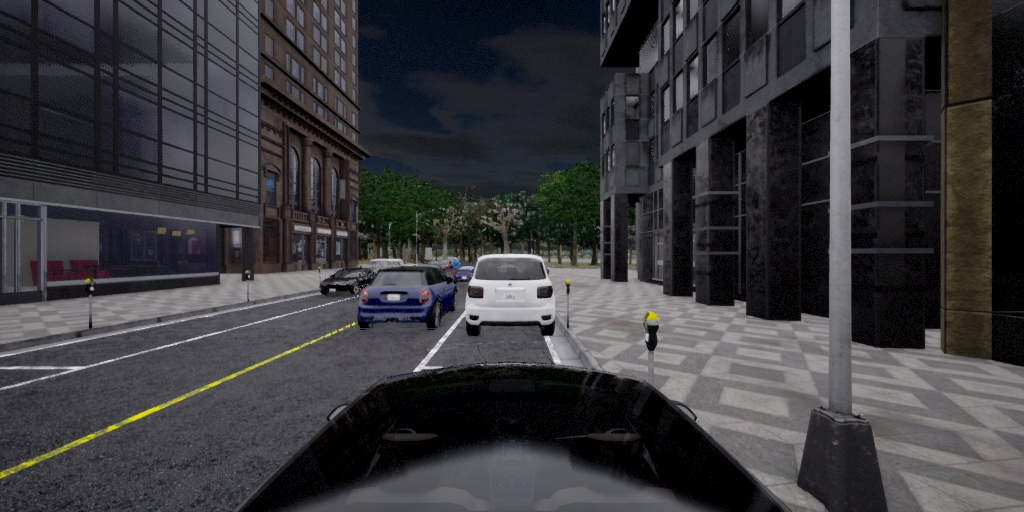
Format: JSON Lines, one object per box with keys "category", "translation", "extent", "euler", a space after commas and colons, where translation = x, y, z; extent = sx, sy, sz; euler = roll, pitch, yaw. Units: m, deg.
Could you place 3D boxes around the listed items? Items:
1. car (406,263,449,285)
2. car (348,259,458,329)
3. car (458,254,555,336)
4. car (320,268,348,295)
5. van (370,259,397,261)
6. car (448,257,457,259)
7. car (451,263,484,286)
{"category": "car", "translation": [-6.245, 1.301, 27.149], "extent": [2.033, 1.411, 5.357], "euler": [0, 0, 0]}
{"category": "car", "translation": [-3.047, 1.102, 11.376], "extent": [2.097, 1.767, 4.553], "euler": [0, 0, 0]}
{"category": "car", "translation": [-0.039, 0.971, 10.530], "extent": [2.150, 2.045, 5.566], "euler": [0, 0, 0]}
{"category": "car", "translation": [-8.908, 1.317, 19.986], "extent": [1.948, 1.339, 4.313], "euler": [0, 0, 0]}
{"category": "van", "translation": [-8.908, 1.093, 25.423], "extent": [1.690, 1.789, 3.998], "euler": [0, 0, 0]}
{"category": "car", "translation": [-8.908, 1.201, 47.173], "extent": [1.967, 1.591, 4.097], "euler": [0, 0, 0]}
{"category": "car", "translation": [-3.145, 1.279, 26.120], "extent": [1.812, 1.442, 4.674], "euler": [0, 0, 0]}
